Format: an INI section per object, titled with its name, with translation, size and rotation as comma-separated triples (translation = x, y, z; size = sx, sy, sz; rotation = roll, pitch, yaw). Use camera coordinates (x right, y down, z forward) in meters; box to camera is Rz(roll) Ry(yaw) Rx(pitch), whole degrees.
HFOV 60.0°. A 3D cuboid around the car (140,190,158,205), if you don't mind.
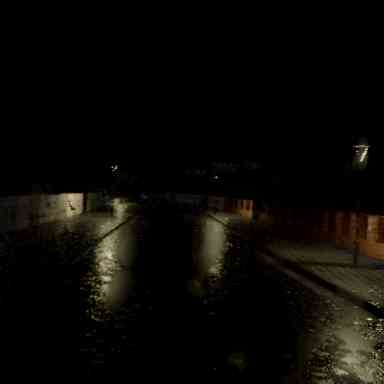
[car]
translation = -6.358, 0.804, 48.888
size = 2.150, 2.045, 5.566
rotation = 3, 0, -13
